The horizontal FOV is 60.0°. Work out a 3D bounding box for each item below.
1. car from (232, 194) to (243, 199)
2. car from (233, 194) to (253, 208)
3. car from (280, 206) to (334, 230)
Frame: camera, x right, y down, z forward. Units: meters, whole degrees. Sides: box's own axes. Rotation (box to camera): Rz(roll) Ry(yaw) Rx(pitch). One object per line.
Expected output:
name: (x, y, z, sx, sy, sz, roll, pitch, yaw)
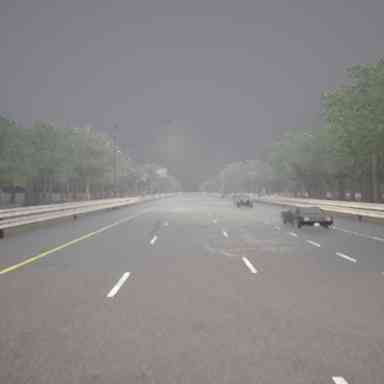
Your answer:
car: (12.480, 1.239, 91.395, 1.837, 1.490, 4.892, 0, 0, 21)
car: (6.990, 1.222, 46.011, 2.097, 1.767, 4.553, 0, 0, 0)
car: (6.995, 1.543, 20.842, 1.895, 1.301, 4.718, 0, 0, 0)
